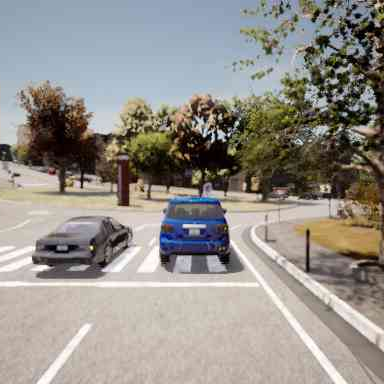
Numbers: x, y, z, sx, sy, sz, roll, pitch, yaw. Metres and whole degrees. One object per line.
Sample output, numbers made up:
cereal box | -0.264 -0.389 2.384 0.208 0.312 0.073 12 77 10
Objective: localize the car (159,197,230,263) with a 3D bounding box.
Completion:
car | 0.102 1.188 11.921 2.150 2.045 5.566 0 0 1

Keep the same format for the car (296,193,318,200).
car | 20.620 0.679 60.016 2.128 1.511 4.902 0 2 -15

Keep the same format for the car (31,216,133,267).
car | -3.385 1.517 11.320 2.033 1.411 5.357 0 0 1

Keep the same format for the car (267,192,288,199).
car | 16.023 0.621 63.705 2.033 1.411 5.357 -1 2 -23
